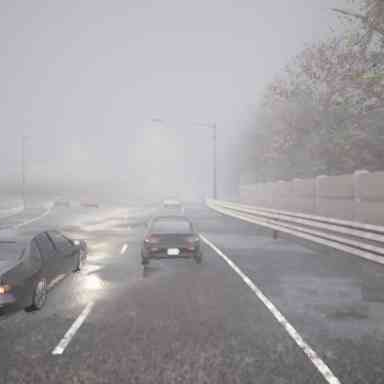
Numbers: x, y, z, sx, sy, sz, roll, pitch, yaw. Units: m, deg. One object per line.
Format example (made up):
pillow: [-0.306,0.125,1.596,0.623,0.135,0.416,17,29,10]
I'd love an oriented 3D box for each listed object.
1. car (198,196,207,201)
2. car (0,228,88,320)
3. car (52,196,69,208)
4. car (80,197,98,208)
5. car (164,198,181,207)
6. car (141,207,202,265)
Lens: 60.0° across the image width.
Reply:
car: [2.768,1.788,91.100,1.837,1.490,4.892,0,-3,9]
car: [-3.833,1.529,7.512,2.033,1.411,5.357,0,0,-5]
car: [-18.552,1.361,47.049,2.128,1.511,4.902,0,0,-26]
car: [-14.329,1.422,46.317,1.994,1.385,4.181,0,0,-25]
car: [-2.595,1.425,44.723,1.895,1.301,4.718,0,0,2]
car: [-0.761,1.480,11.508,1.812,1.442,4.674,0,0,-6]
